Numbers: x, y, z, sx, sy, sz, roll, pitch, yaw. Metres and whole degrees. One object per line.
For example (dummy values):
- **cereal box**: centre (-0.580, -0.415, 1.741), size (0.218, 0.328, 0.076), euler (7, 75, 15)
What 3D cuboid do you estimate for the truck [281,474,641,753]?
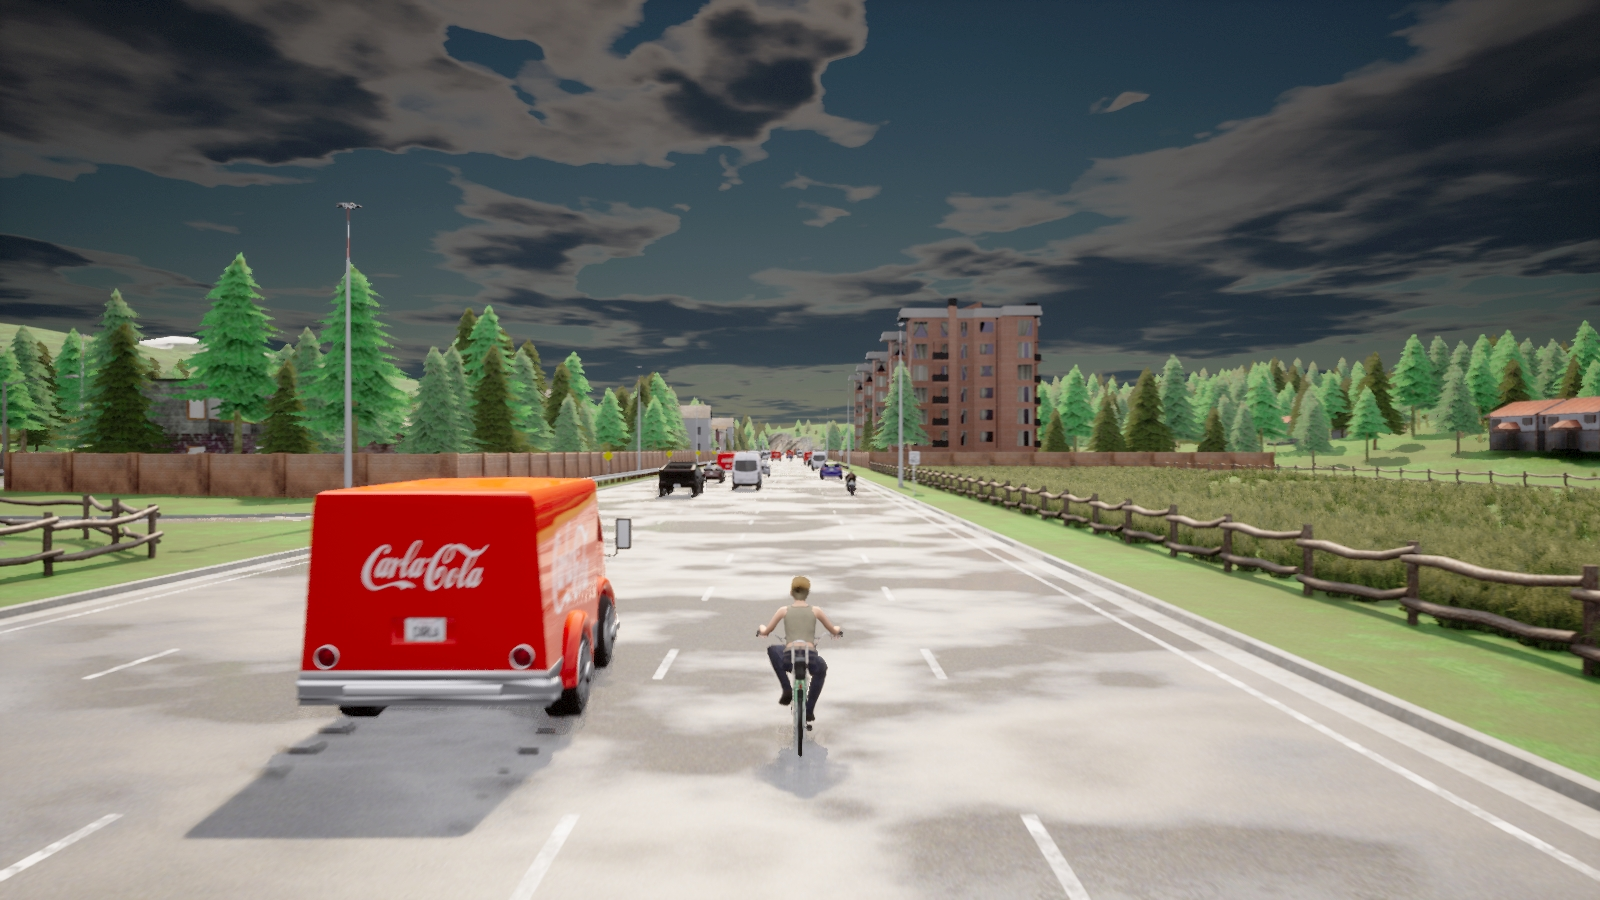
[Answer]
- **truck**: centre (-3.513, 1.569, 13.214), size (2.627, 2.467, 5.204), euler (0, 0, 0)

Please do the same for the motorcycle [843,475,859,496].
- **motorcycle**: centre (3.211, 2.199, 71.788), size (0.867, 1.251, 2.209), euler (0, 0, 0)

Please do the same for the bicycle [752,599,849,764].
- **bicycle**: centre (0.000, 2.157, 10.928), size (0.859, 1.276, 1.487), euler (0, 0, 0)

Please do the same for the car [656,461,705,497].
- **car**: centre (-7.280, 1.748, 70.486), size (2.390, 2.098, 6.274), euler (0, 0, 0)
